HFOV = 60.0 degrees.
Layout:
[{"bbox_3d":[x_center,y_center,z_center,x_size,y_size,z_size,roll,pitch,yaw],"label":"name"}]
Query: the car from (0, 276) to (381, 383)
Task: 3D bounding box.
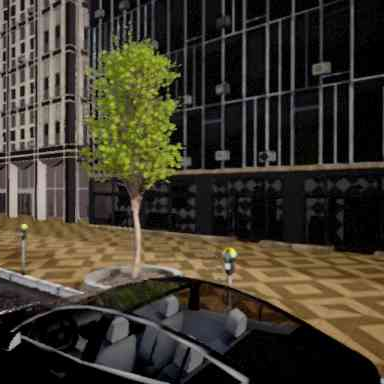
[{"bbox_3d":[-0.556,1.551,3.274,4.313,1.339,1.947,0,0,36],"label":"car"}]
